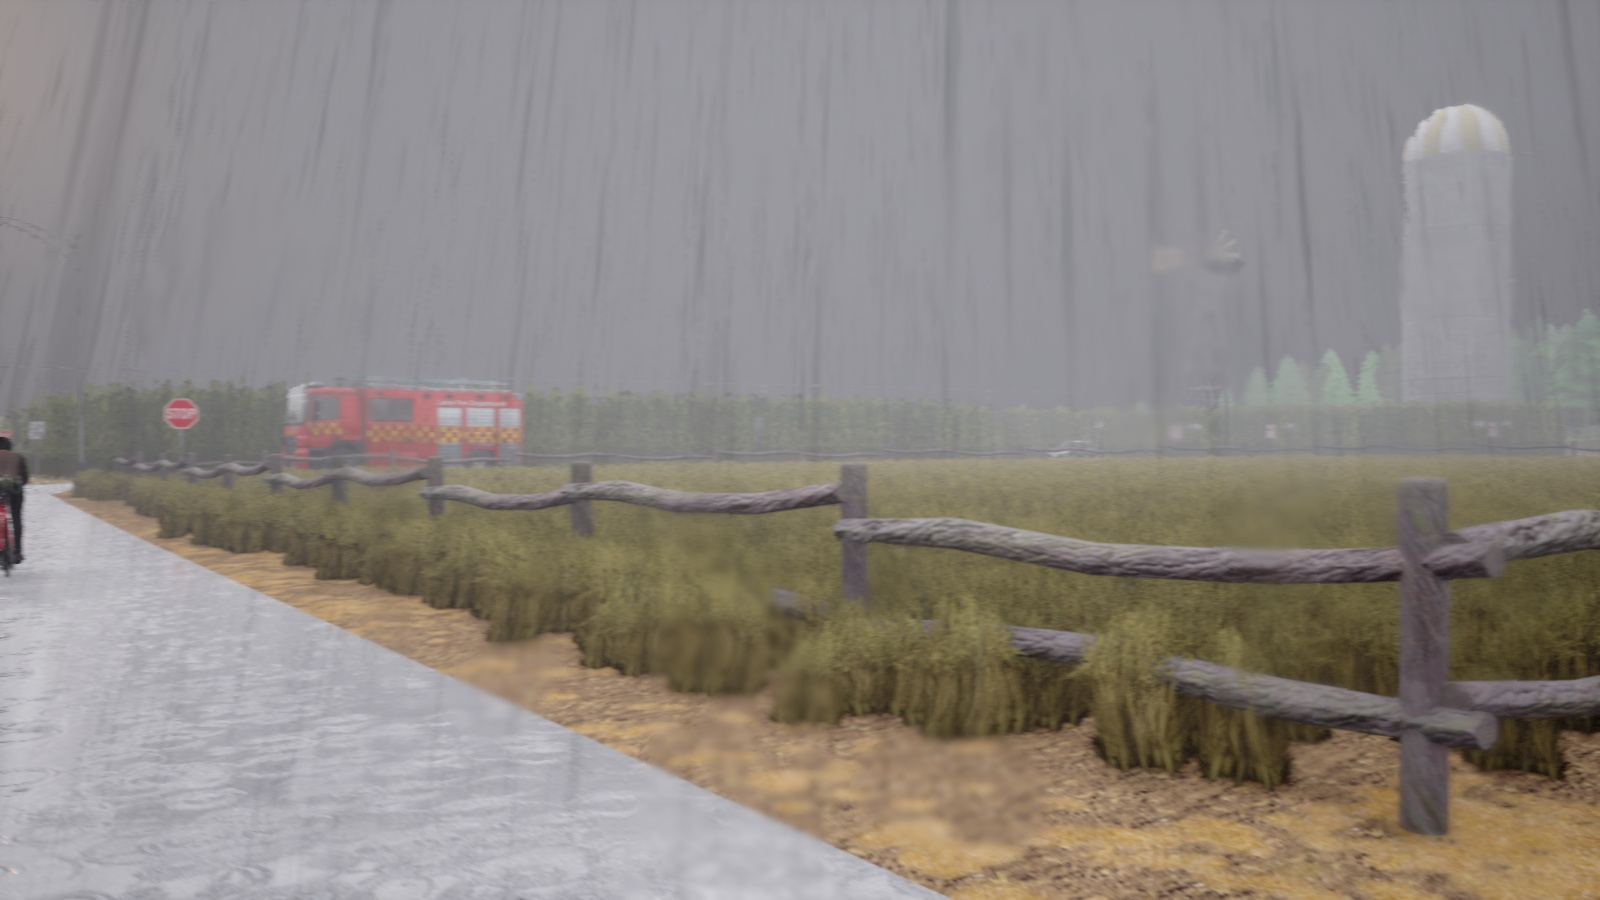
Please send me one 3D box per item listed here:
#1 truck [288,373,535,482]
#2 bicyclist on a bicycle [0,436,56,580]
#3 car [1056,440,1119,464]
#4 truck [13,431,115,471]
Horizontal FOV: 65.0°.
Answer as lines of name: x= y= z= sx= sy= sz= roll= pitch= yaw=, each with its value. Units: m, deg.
truck: x=-14.592 y=-0.794 z=47.573 sx=8.468 sy=3.827 sz=2.891 roll=0 pitch=0 yaw=-34
bicyclist on a bicycle: x=-9.254 y=0.653 z=14.936 sx=0.582 sy=1.620 sz=1.656 roll=-1 pitch=0 yaw=-34
car: x=18.289 y=0.133 z=79.770 sx=3.806 sy=1.475 sz=1.970 roll=-1 pitch=0 yaw=-39
truck: x=-47.079 y=0.018 z=80.403 sx=5.204 sy=2.467 sz=2.627 roll=-1 pitch=1 yaw=-43
